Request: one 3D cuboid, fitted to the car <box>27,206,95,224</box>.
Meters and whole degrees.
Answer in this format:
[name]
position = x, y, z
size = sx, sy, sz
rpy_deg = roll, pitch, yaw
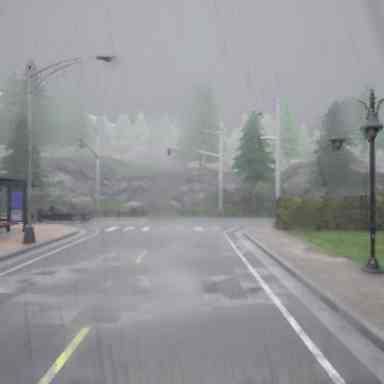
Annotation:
[car]
position = -9.767, 1.671, 24.873
size = 4.718, 1.301, 1.895
rpy_deg = 0, 0, 0
